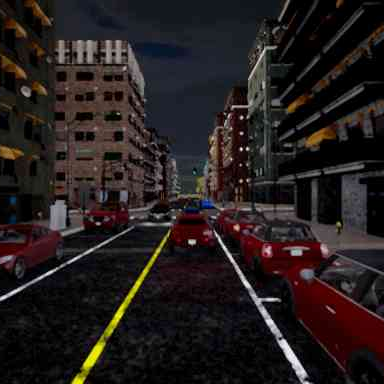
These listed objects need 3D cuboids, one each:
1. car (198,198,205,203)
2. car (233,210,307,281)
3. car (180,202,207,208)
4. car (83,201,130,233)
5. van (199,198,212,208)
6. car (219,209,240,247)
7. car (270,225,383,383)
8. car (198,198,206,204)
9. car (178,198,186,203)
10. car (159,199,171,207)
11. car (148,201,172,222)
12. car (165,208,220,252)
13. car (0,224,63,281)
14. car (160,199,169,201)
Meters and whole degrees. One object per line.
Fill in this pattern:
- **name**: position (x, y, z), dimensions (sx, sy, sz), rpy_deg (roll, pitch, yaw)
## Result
- **car**: position (2.630, 2.414, 92.946), dimensions (1.802, 1.307, 4.206), rpy_deg (0, 0, 0)
- **car**: position (2.571, 1.536, 10.116), dimensions (1.967, 1.590, 4.097), rpy_deg (0, -1, 0)
- **car**: position (0.054, 1.836, 29.247), dimensions (1.994, 1.385, 4.181), rpy_deg (0, 0, 1)
- **car**: position (-5.302, 1.513, 21.311), dimensions (2.192, 1.841, 5.009), rpy_deg (0, -1, 0)
- **van**: position (2.606, 1.883, 59.346), dimensions (1.690, 1.788, 3.998), rpy_deg (0, -1, 0)
- **car**: position (2.575, 1.587, 15.710), dimensions (1.967, 1.590, 4.097), rpy_deg (0, -1, 0)
- **car**: position (2.567, 1.484, 4.522), dimensions (1.967, 1.590, 4.097), rpy_deg (0, -1, 0)
- **car**: position (2.626, 2.312, 87.516), dimensions (1.752, 1.417, 4.829), rpy_deg (0, 0, 0)
- **car**: position (-2.687, 2.242, 89.420), dimensions (1.882, 1.535, 5.008), rpy_deg (0, 0, 0)
- **car**: position (-5.237, 2.137, 65.099), dimensions (1.887, 1.381, 4.507), rpy_deg (0, -1, 0)
- **car**: position (-2.735, 1.799, 29.337), dimensions (1.812, 1.442, 4.674), rpy_deg (0, -1, 0)
- **car**: position (0.015, 1.661, 14.382), dimensions (1.812, 1.442, 4.674), rpy_deg (0, 0, 0)
- **car**: position (-5.309, 1.677, 10.120), dimensions (1.802, 1.307, 4.206), rpy_deg (0, -1, 0)
- **car**: position (-5.241, 2.125, 59.511), dimensions (1.802, 1.307, 4.206), rpy_deg (0, -1, 0)
